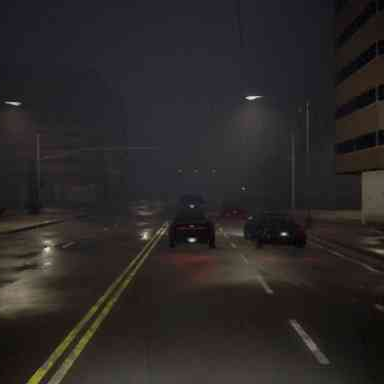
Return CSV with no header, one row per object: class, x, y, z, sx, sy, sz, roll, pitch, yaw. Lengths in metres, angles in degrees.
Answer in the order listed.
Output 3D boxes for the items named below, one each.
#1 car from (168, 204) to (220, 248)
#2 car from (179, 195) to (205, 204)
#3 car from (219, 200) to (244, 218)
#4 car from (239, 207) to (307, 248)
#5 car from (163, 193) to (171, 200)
car,0.000,1.515,14.650,1.837,1.490,4.892,0,0,0
car,0.000,1.257,29.680,2.150,2.045,5.566,0,0,0
car,3.500,1.484,29.650,1.882,1.535,5.008,0,0,0
car,3.500,1.571,14.650,1.994,1.385,4.181,0,0,0
car,-7.000,1.302,93.554,2.097,1.767,4.553,0,0,0
